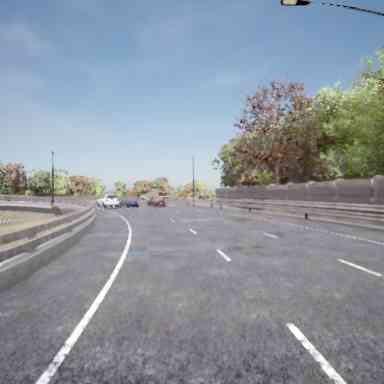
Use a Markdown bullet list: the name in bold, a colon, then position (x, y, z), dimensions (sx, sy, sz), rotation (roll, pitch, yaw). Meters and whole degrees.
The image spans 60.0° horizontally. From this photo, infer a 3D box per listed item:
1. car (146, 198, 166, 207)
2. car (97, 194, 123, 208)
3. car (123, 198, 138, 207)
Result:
- **car**: position (-5.599, 1.583, 51.622), dimensions (1.812, 1.442, 4.674), rotation (0, 0, -27)
- **car**: position (-12.743, 1.362, 50.340), dimensions (2.150, 2.045, 5.566), rotation (0, 0, -29)
- **car**: position (-10.002, 1.673, 52.456), dimensions (1.994, 1.385, 4.181), rotation (-1, 0, -29)
